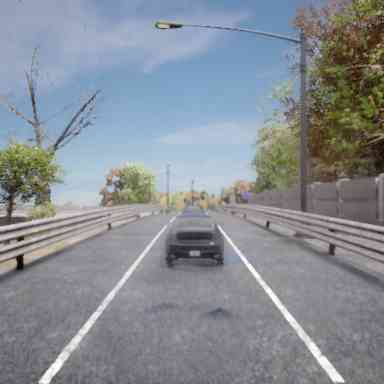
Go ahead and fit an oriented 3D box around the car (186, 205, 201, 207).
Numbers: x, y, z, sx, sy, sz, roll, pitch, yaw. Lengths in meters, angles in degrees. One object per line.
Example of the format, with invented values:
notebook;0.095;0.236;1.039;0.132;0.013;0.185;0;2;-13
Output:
car;0.135;1.740;27.778;1.994;1.385;4.181;0;-1;0

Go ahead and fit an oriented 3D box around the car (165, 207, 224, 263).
car;0.084;1.514;11.934;1.837;1.490;4.892;0;0;0
